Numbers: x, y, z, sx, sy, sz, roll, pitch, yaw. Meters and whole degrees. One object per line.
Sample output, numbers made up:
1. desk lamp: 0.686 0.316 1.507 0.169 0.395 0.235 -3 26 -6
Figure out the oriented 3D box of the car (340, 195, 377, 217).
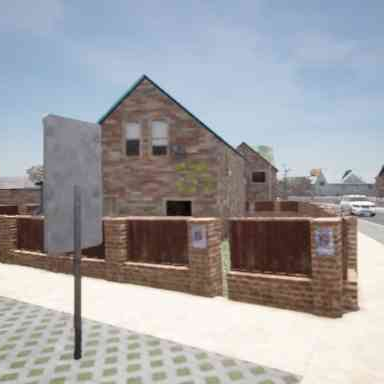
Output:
1. car: 16.460 1.338 33.244 2.150 2.045 5.566 0 -1 11
